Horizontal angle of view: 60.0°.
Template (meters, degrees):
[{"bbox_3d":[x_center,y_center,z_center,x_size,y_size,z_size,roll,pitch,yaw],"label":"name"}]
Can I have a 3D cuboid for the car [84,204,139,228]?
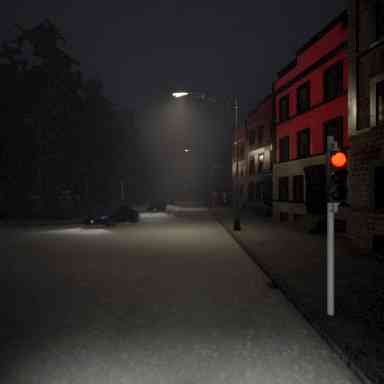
[{"bbox_3d":[-5.250,1.525,22.446,1.812,1.442,4.674,0,0,21],"label":"car"}]

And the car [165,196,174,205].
[{"bbox_3d":[-4.015,1.491,56.670,2.128,1.511,4.902,0,0,0],"label":"car"}]

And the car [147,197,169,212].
[{"bbox_3d":[-4.056,1.601,38.731,1.895,1.301,4.718,0,0,0],"label":"car"}]
